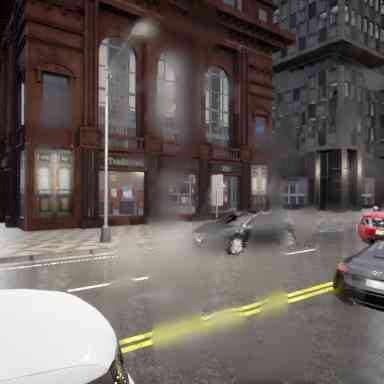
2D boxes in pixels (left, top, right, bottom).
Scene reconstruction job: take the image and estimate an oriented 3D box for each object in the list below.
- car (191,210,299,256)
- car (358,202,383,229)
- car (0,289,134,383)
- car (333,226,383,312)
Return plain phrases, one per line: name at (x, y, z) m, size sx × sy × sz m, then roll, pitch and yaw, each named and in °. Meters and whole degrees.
car at (2.236, 1.503, 13.276) m, size 4.892 × 1.490 × 1.837 m, roll 1°, pitch 0°, yaw -36°
car at (9.517, 1.211, 14.485) m, size 5.566 × 2.045 × 2.150 m, roll 0°, pitch 0°, yaw -36°
car at (-2.926, 1.221, 1.348) m, size 5.566 × 2.045 × 2.150 m, roll 0°, pitch 0°, yaw -36°
car at (4.811, 1.562, 6.888) m, size 4.181 × 1.385 × 1.994 m, roll 0°, pitch 0°, yaw -35°
